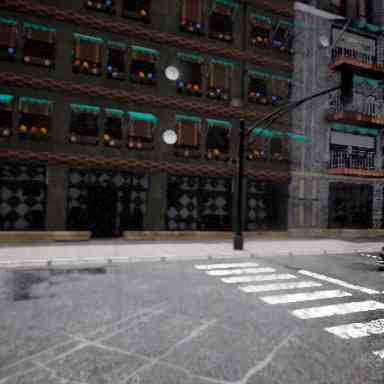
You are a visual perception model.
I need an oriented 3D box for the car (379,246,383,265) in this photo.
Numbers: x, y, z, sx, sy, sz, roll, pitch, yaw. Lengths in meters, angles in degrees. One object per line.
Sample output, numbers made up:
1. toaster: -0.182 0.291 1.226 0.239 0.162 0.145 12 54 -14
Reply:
1. car: 9.087 2.121 12.099 4.892 1.490 1.837 2 -2 -21
